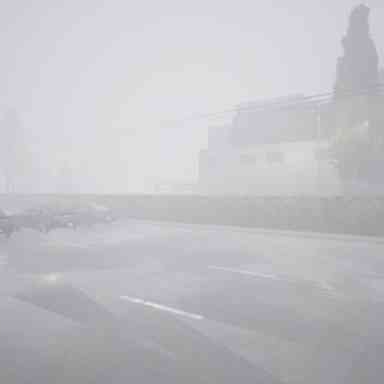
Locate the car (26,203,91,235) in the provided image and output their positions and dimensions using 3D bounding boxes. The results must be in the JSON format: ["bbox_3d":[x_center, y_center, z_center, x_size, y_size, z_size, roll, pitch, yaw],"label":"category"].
[{"bbox_3d":[-8.186,1.433,18.431,4.902,1.511,2.128,0,0,36],"label":"car"}]

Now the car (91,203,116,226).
[{"bbox_3d":[-6.996,1.464,21.868,4.674,1.442,1.812,0,0,35],"label":"car"}]

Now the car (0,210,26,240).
[{"bbox_3d":[-10.212,1.433,15.577,4.902,1.511,2.128,0,0,36],"label":"car"}]
